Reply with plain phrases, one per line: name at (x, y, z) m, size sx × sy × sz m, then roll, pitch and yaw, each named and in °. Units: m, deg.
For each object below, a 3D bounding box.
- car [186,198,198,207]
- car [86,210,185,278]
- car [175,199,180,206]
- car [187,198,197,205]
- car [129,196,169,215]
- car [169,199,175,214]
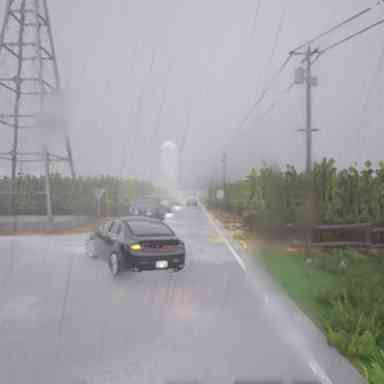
car at (-0.016, 1.803, 57.292) m, size 1.994 × 1.385 × 4.181 m, roll 0°, pitch 0°, yaw 0°
car at (-1.902, 1.535, 10.415) m, size 1.837 × 1.490 × 4.892 m, roll 3°, pitch -1°, yaw -28°
car at (-3.226, 1.852, 60.430) m, size 1.895 × 1.301 × 4.718 m, roll 0°, pitch 0°, yaw 0°
car at (-0.018, 1.893, 67.325) m, size 1.895 × 1.301 × 4.718 m, roll 0°, pitch 0°, yaw 0°
car at (-3.336, 1.323, 25.403) m, size 2.150 × 2.045 × 5.566 m, roll 0°, pitch 0°, yaw 1°
car at (-3.298, 1.685, 38.340) m, size 1.812 × 1.442 × 4.674 m, roll 0°, pitch 0°, yaw 0°
